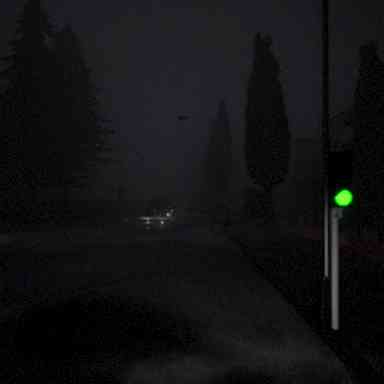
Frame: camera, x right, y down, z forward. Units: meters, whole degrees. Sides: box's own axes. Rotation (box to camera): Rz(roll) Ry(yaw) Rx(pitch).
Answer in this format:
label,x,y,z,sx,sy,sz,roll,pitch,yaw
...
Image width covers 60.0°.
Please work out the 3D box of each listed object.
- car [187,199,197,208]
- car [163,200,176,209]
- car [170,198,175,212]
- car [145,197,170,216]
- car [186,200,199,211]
label,x,y,z,sx,sy,sz,roll,pitch,yaw
car,0.032,2.406,71.590,2.097,1.767,4.553,0,-1,0
car,-4.045,2.269,60.370,2.033,1.411,5.357,0,-1,0
car,-4.099,1.816,49.673,2.150,2.045,5.566,0,-1,0
car,-4.111,1.691,39.237,2.150,2.045,5.566,0,-1,0
car,0.094,2.156,50.877,2.033,1.411,5.357,0,-1,0
